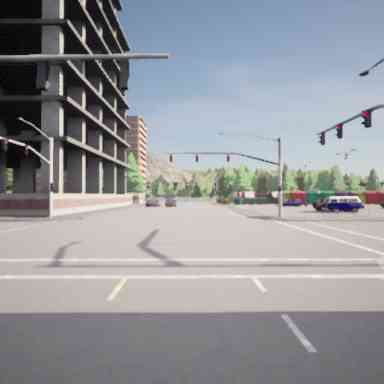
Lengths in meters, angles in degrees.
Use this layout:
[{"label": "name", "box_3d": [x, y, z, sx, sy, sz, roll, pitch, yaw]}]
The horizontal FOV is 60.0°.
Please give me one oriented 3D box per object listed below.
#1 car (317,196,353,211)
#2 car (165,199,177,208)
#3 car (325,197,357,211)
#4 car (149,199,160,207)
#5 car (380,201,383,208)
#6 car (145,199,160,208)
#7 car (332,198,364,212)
[{"label": "car", "box_3d": [24.782, 1.839, 57.885, 4.605, 1.855, 1.932, 0, -1, 0]}, {"label": "car", "box_3d": [-4.043, 2.044, 63.503, 2.097, 1.767, 4.553, 0, -1, 0]}, {"label": "car", "box_3d": [24.822, 2.021, 55.200, 3.905, 1.438, 1.784, 0, -1, 0]}, {"label": "car", "box_3d": [-7.531, 2.234, 67.048, 1.837, 1.490, 4.892, 0, 0, 0]}, {"label": "car", "box_3d": [39.940, 2.141, 66.271, 3.905, 1.438, 1.784, 0, -1, 0]}, {"label": "car", "box_3d": [-7.539, 2.142, 62.105, 1.882, 1.535, 5.008, 0, 0, 2]}, {"label": "car", "box_3d": [24.810, 2.021, 52.305, 3.806, 1.475, 1.970, 0, -1, 0]}]
